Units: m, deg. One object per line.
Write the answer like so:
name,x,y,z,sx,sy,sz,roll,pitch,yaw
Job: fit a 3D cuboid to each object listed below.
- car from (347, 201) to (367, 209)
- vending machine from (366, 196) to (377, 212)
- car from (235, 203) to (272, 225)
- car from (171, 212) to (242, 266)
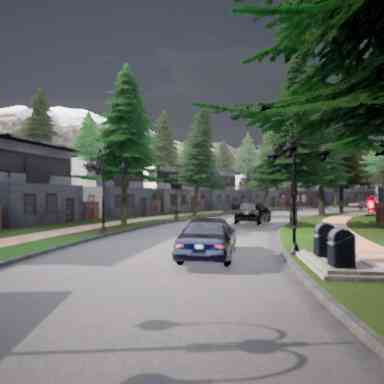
car,29.403,2.207,58.104,4.718,1.301,1.895,0,-1,-29
vending machine,25.141,1.681,46.542,0.880,2.100,1.100,0,-1,-38
car,5.017,1.633,26.957,2.097,1.767,4.553,0,-1,25
car,0.621,1.676,12.207,2.033,1.411,5.357,0,-1,10
